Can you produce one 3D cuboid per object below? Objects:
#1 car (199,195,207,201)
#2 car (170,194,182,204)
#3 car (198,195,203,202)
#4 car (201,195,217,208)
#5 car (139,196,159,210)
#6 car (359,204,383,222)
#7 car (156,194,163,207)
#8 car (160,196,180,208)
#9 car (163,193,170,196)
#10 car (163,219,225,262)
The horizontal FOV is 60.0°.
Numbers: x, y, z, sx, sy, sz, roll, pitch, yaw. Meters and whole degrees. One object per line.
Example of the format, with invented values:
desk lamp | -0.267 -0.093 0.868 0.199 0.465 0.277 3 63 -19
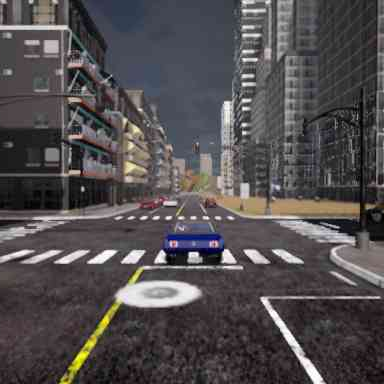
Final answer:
car | 2.666 1.515 82.241 1.887 1.381 4.507 -1 0 0
car | -3.005 1.534 64.203 1.994 1.385 4.181 0 0 1
car | 2.663 1.522 70.943 2.008 1.369 4.403 -1 0 0
car | 2.657 1.520 48.347 1.887 1.381 4.507 -1 0 0
car | -5.691 1.523 42.643 1.887 1.381 4.507 -1 0 0
car | 14.680 1.455 24.596 4.313 1.339 1.947 0 1 0
car | -5.691 1.416 48.292 1.967 1.590 4.097 -1 0 0
car | -3.076 1.576 47.970 1.895 1.301 4.718 0 0 0
car | -5.690 1.288 59.590 2.192 1.841 5.009 -1 0 0
car | 0.069 1.629 12.203 1.895 1.301 4.718 0 -1 0
